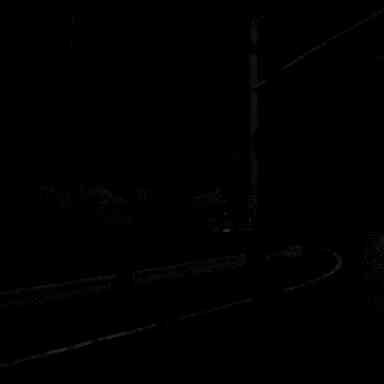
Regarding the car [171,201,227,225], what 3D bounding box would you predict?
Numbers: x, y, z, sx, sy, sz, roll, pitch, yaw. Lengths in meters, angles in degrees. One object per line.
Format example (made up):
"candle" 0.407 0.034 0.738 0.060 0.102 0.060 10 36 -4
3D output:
"car" 0.371 1.412 23.557 1.882 1.535 5.008 0 0 -35
